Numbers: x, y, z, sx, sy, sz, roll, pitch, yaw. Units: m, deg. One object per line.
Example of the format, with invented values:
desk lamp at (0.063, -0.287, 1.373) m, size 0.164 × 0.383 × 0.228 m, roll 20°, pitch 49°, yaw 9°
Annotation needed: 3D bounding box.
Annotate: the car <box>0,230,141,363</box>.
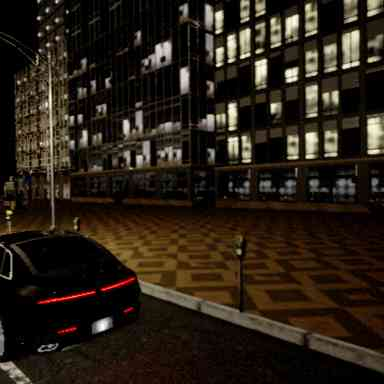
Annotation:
car at (-2.892, 1.455, 5.925) m, size 4.892 × 1.490 × 1.837 m, roll 0°, pitch 1°, yaw 44°
